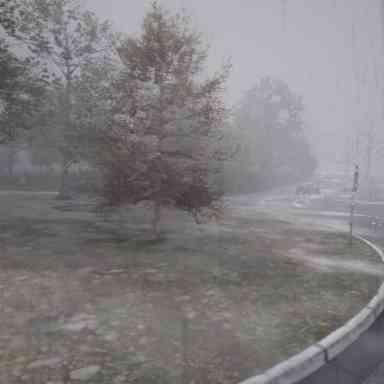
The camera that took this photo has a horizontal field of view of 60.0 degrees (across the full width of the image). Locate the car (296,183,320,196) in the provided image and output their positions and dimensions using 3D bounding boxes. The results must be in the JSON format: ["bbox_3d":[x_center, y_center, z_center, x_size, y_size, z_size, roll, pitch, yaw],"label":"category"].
[{"bbox_3d":[15.166,-0.450,43.376,1.837,1.490,4.892,4,8,39],"label":"car"}]

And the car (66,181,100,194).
[{"bbox_3d":[-11.609,-0.485,36.625,4.892,1.490,1.837,3,2,-5],"label":"car"}]
